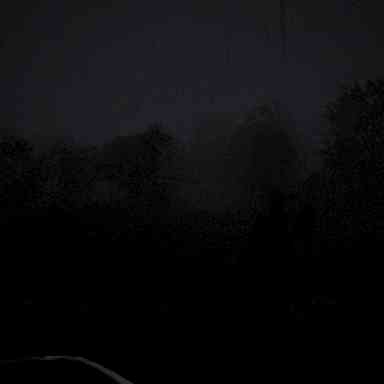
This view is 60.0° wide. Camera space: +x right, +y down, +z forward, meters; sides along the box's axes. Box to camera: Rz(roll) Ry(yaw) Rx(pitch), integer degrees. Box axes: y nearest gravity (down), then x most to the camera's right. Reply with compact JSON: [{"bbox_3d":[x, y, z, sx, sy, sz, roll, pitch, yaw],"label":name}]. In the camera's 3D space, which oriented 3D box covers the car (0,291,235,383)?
[{"bbox_3d":[-1.916,1.505,1.706,4.892,1.490,1.837,0,0,-36],"label":"car"}]
